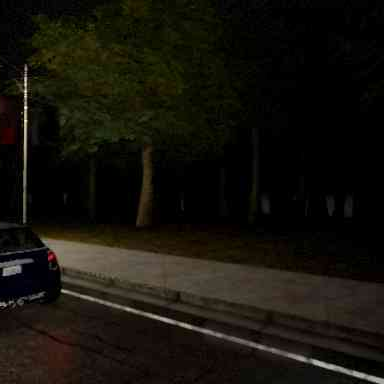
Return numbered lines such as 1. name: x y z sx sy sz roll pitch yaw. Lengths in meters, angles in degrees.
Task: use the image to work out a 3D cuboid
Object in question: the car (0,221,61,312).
1. car: -4.825 1.385 6.983 4.553 1.767 2.097 0 0 35
